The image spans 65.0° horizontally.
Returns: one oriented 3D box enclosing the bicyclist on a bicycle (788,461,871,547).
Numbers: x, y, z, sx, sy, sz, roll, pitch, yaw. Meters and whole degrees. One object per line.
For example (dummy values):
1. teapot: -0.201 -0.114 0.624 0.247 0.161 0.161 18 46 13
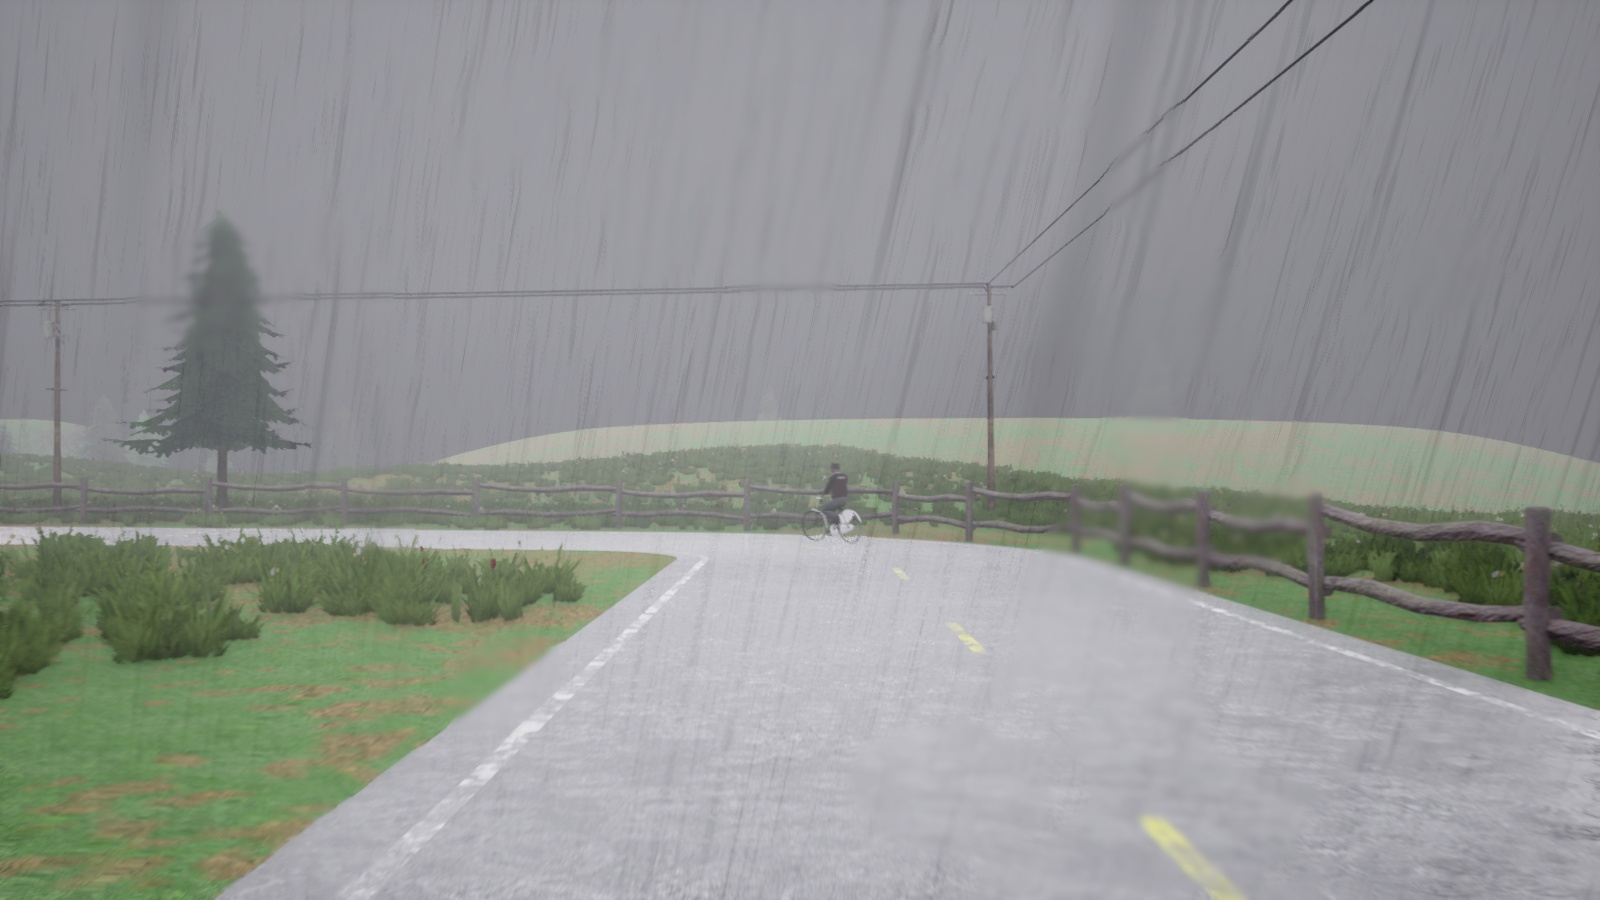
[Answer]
1. bicyclist on a bicycle: 0.628 1.139 27.289 0.659 1.776 1.843 -4 2 -42
